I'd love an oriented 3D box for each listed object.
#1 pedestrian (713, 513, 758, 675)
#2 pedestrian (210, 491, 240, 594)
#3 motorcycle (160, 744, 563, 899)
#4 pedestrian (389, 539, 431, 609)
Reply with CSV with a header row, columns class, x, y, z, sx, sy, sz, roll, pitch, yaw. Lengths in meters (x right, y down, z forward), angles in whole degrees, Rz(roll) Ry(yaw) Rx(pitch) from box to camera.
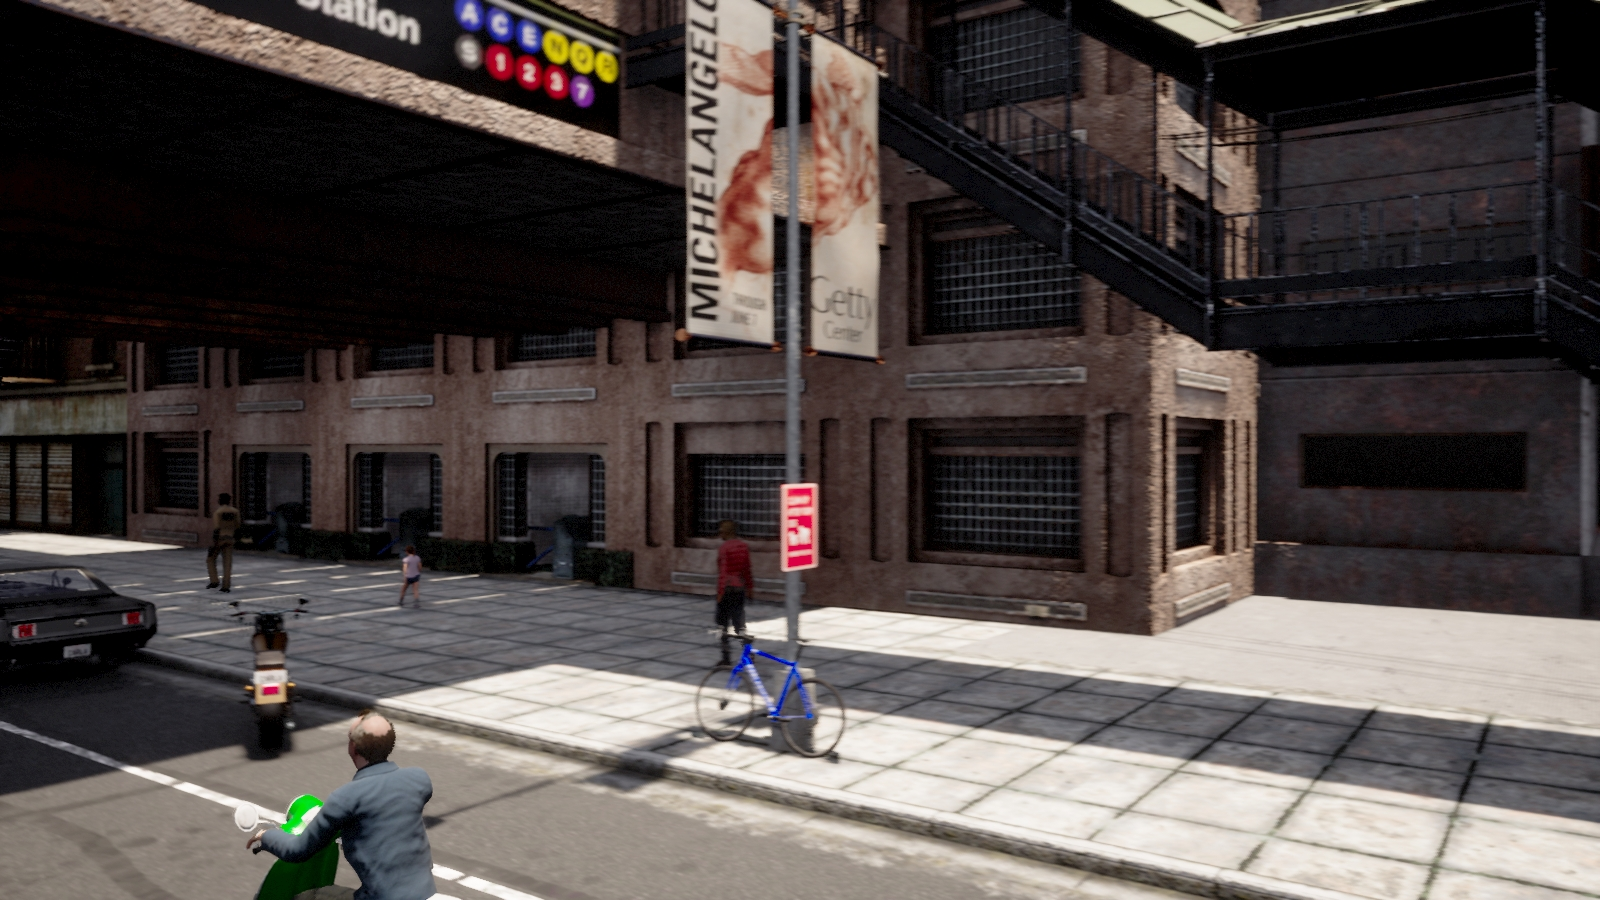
class,x,y,z,sx,sy,sz,roll,pitch,yaw
pedestrian,-0.765,1.696,13.600,0.375,1.860,0.375,0,0,-43
pedestrian,-10.601,1.696,21.063,0.375,1.860,0.375,0,0,39
motorcycle,-2.028,2.182,5.210,1.805,1.236,0.856,0,0,35
pedestrian,-6.573,2.076,19.269,0.500,1.100,0.500,0,0,43
